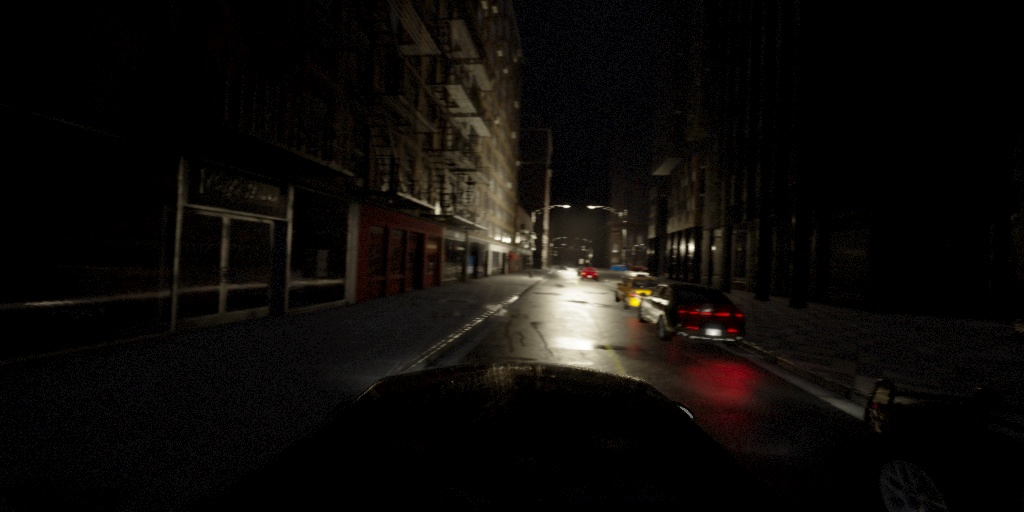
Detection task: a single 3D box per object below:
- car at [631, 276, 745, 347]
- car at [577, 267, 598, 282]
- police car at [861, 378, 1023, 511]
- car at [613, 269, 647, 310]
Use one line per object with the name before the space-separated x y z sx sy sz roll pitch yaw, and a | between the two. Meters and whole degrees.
car | 5.085 1.579 10.778 1.837 1.490 4.892 3 -1 9
car | 8.676 2.078 40.482 1.812 1.442 4.674 3 -1 9
police car | 3.623 1.337 1.000 1.930 1.638 5.238 3 -1 9
car | 6.005 1.634 16.901 1.801 1.575 5.366 3 -1 9
